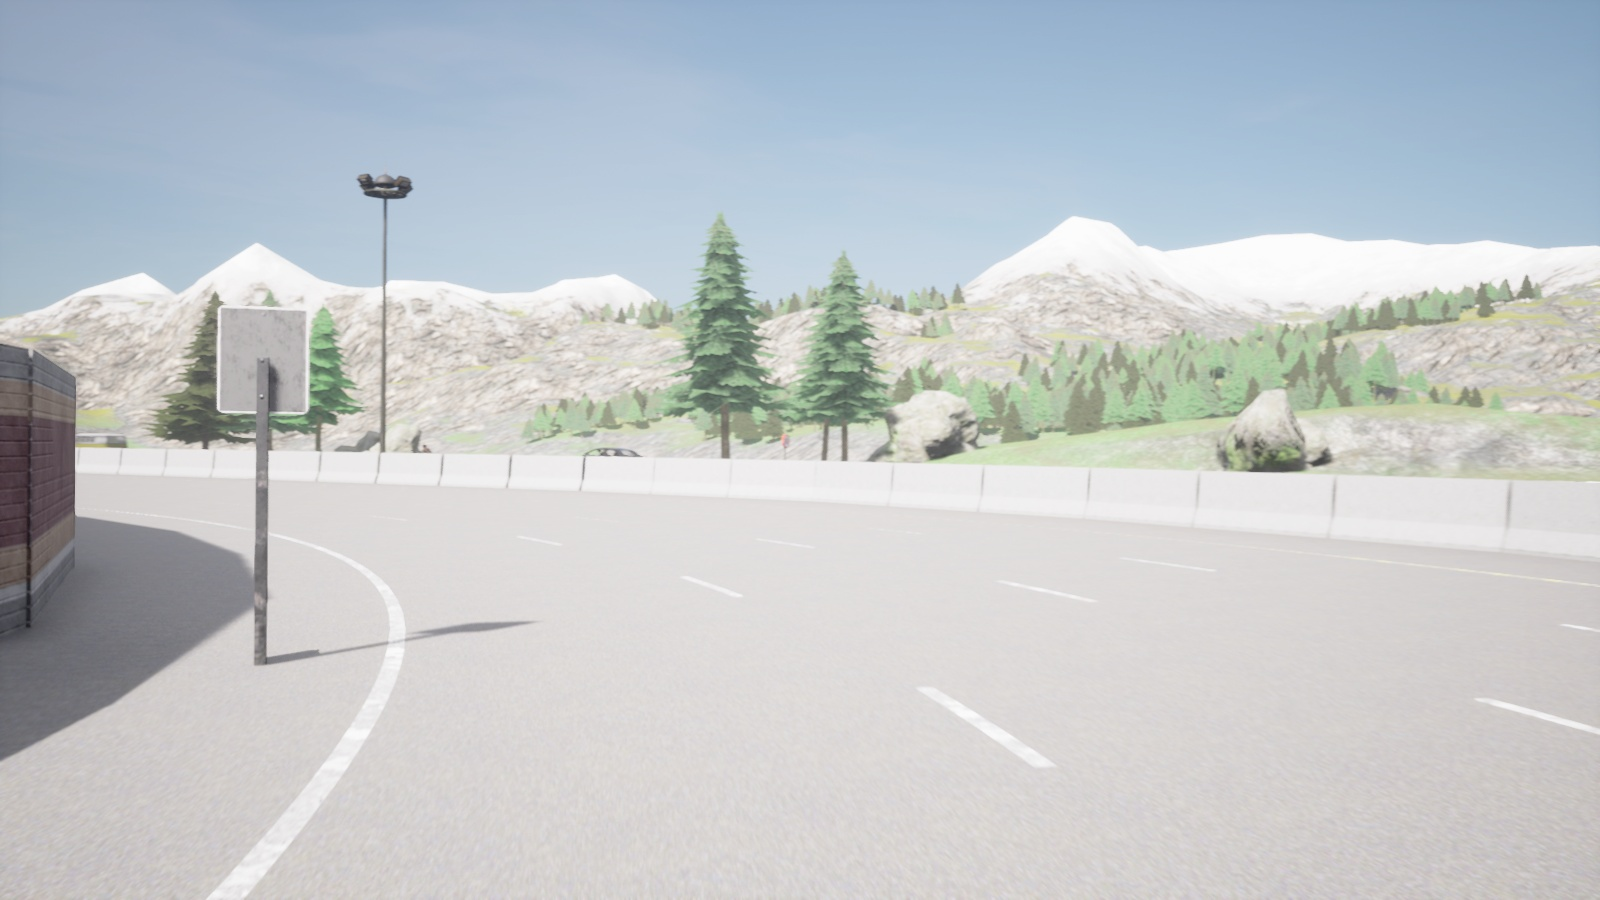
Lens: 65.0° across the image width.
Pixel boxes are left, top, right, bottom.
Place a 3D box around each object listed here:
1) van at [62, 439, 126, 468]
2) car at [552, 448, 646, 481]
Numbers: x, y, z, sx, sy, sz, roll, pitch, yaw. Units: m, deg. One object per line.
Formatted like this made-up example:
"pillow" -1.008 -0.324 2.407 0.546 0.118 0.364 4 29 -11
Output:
"van" -48.401 0.216 86.053 4.442 1.987 1.775 0 0 30
"car" -9.539 0.667 59.544 4.193 1.474 1.816 0 0 30
